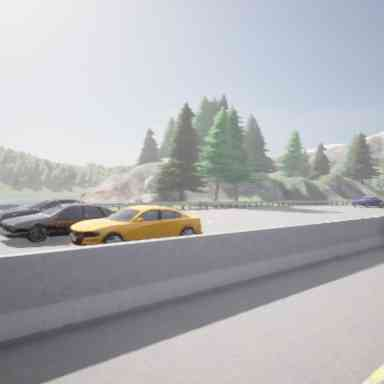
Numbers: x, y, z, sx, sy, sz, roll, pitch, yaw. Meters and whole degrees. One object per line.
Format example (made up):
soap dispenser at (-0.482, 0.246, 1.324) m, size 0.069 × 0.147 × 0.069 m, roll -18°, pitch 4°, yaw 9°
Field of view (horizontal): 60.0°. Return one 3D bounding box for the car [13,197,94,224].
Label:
car at (-8.408, 1.040, 20.359) m, size 4.181 × 1.385 × 1.994 m, roll 1°, pitch 1°, yaw -41°

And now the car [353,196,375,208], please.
car at (24.949, 1.370, 47.086) m, size 5.008 × 1.535 × 1.882 m, roll 1°, pitch 1°, yaw -30°

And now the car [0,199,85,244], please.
car at (-5.012, 1.202, 14.041) m, size 5.357 × 1.411 × 2.033 m, roll 1°, pitch 1°, yaw -41°

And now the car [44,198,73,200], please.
car at (-7.049, 1.066, 16.903) m, size 4.892 × 1.490 × 1.837 m, roll 1°, pitch 1°, yaw -41°

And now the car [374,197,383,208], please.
car at (26.703, 1.588, 44.063) m, size 4.181 × 1.385 × 1.994 m, roll 1°, pitch 1°, yaw -30°

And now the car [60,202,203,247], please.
car at (-1.838, 1.238, 12.159) m, size 5.008 × 1.535 × 1.882 m, roll 1°, pitch 1°, yaw -41°
